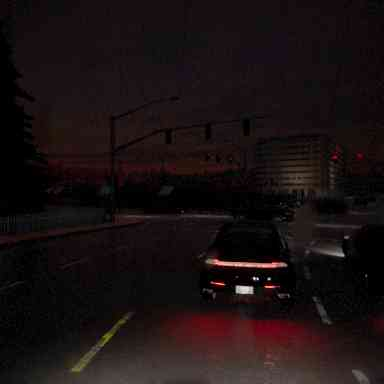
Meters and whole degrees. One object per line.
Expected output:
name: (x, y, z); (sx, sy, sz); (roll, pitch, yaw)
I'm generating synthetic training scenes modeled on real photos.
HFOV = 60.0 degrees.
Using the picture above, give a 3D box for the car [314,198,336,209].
car: (19.176, 1.547, 47.886); (2.033, 1.411, 5.357); (0, 0, 32)

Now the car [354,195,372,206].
car: (28.320, 1.491, 55.724); (2.128, 1.511, 4.902); (0, 0, 32)

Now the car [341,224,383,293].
car: (5.178, 1.547, 8.537); (2.033, 1.411, 5.357); (0, 0, 16)

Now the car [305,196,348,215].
car: (14.285, 1.521, 34.512); (5.008, 1.535, 1.882); (0, 1, -36)

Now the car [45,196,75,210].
car: (-16.468, 1.278, 42.615); (5.566, 2.045, 2.150); (0, 0, 32)

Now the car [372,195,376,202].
car: (42.651, 1.525, 79.273); (2.128, 1.511, 4.902); (0, 0, 32)

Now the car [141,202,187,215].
car: (-2.821, 1.656, 34.102); (4.718, 1.301, 1.895); (0, 0, 32)

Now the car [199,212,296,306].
car: (1.426, 1.492, 8.164); (2.128, 1.511, 4.902); (0, 0, 12)

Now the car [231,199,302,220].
car: (5.280, 1.526, 24.928); (4.902, 1.511, 2.128); (0, 0, 32)

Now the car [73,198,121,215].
car: (-9.433, 1.548, 34.101); (4.902, 1.511, 2.128); (0, 0, 32)

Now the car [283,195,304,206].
car: (13.404, 1.505, 45.191); (1.837, 1.490, 4.892); (0, 0, 32)

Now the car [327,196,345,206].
car: (24.626, 1.492, 56.709); (2.128, 1.511, 4.902); (0, 0, 32)
